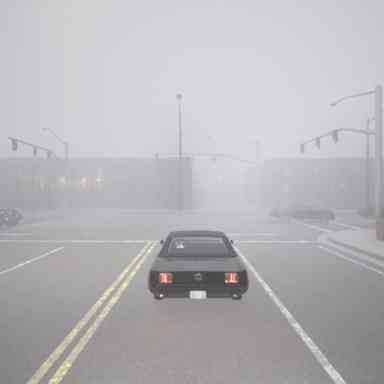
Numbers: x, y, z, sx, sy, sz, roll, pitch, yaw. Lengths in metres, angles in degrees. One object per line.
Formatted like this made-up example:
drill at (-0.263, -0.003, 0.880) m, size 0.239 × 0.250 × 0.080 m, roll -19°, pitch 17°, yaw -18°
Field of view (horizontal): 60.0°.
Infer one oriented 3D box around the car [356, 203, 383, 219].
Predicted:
car at (16.893, 1.601, 28.749) m, size 4.718 × 1.301 × 1.895 m, roll 0°, pitch 0°, yaw 0°

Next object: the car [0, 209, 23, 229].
car at (-15.817, 2.054, 24.885) m, size 5.566 × 2.045 × 2.150 m, roll -12°, pitch 0°, yaw 1°

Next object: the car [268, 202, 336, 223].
car at (8.215, 1.491, 25.037) m, size 4.902 × 1.511 × 2.128 m, roll 0°, pitch 0°, yaw 0°

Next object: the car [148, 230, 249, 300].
car at (0.121, 1.601, 8.334) m, size 1.895 × 1.301 × 4.718 m, roll 0°, pitch 0°, yaw 0°
